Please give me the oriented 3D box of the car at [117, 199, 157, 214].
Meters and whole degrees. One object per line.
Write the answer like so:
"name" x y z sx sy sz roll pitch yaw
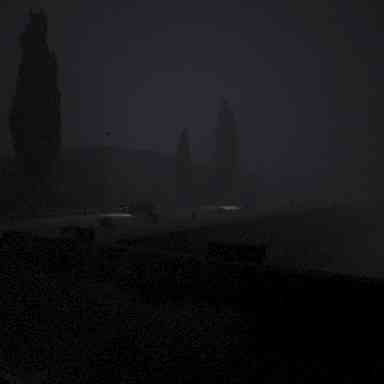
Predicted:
"car" -5.874 1.496 35.834 1.837 1.490 4.892 0 0 35

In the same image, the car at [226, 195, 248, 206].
"car" 7.311 1.342 54.187 2.097 1.767 4.553 0 0 36
